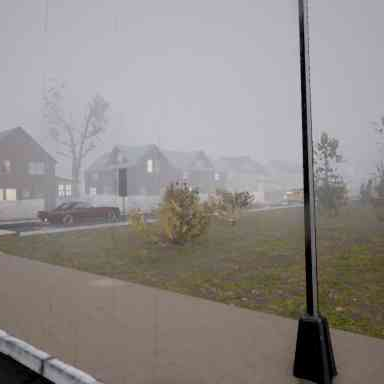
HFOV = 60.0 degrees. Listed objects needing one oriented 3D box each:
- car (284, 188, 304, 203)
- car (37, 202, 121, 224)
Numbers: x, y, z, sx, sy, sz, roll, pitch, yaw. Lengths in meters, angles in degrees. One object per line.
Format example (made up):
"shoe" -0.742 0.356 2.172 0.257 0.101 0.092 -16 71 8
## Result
"car" 13.916 0.594 42.302 1.882 1.535 5.008 -2 -1 44
"car" -6.772 1.253 20.489 1.895 1.301 4.718 -2 -1 43
